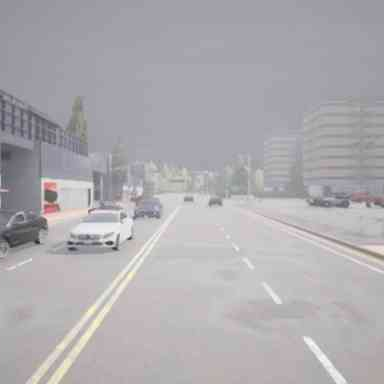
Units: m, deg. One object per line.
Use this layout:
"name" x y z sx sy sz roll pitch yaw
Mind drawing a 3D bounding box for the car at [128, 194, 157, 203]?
"car" -9.434 1.233 63.310 5.008 1.535 1.882 0 0 13

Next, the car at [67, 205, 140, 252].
"car" -3.587 1.472 13.839 1.812 1.442 4.674 0 0 0

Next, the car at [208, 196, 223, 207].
"car" 3.376 1.314 48.460 1.837 1.490 4.892 0 0 -1

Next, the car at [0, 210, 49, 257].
"car" -7.092 1.445 12.417 2.128 1.511 4.902 0 0 0

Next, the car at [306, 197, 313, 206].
"car" 17.746 0.974 44.444 4.605 1.855 1.932 0 0 -2

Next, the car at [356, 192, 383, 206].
"car" 30.575 0.982 58.881 5.566 2.045 2.150 0 0 -2

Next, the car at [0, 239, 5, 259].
"car" -3.596 1.470 2.166 1.882 1.535 5.008 0 0 0

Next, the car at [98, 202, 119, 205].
"car" -7.013 1.547 27.622 1.895 1.301 4.718 0 0 0

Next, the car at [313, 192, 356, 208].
"car" 17.767 0.988 41.550 3.866 1.878 1.905 0 0 -2

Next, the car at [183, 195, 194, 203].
"car" -0.636 1.227 64.276 1.882 1.535 5.008 0 0 -2

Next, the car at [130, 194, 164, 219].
"car" -3.514 1.297 27.683 2.097 1.767 4.553 0 0 0
